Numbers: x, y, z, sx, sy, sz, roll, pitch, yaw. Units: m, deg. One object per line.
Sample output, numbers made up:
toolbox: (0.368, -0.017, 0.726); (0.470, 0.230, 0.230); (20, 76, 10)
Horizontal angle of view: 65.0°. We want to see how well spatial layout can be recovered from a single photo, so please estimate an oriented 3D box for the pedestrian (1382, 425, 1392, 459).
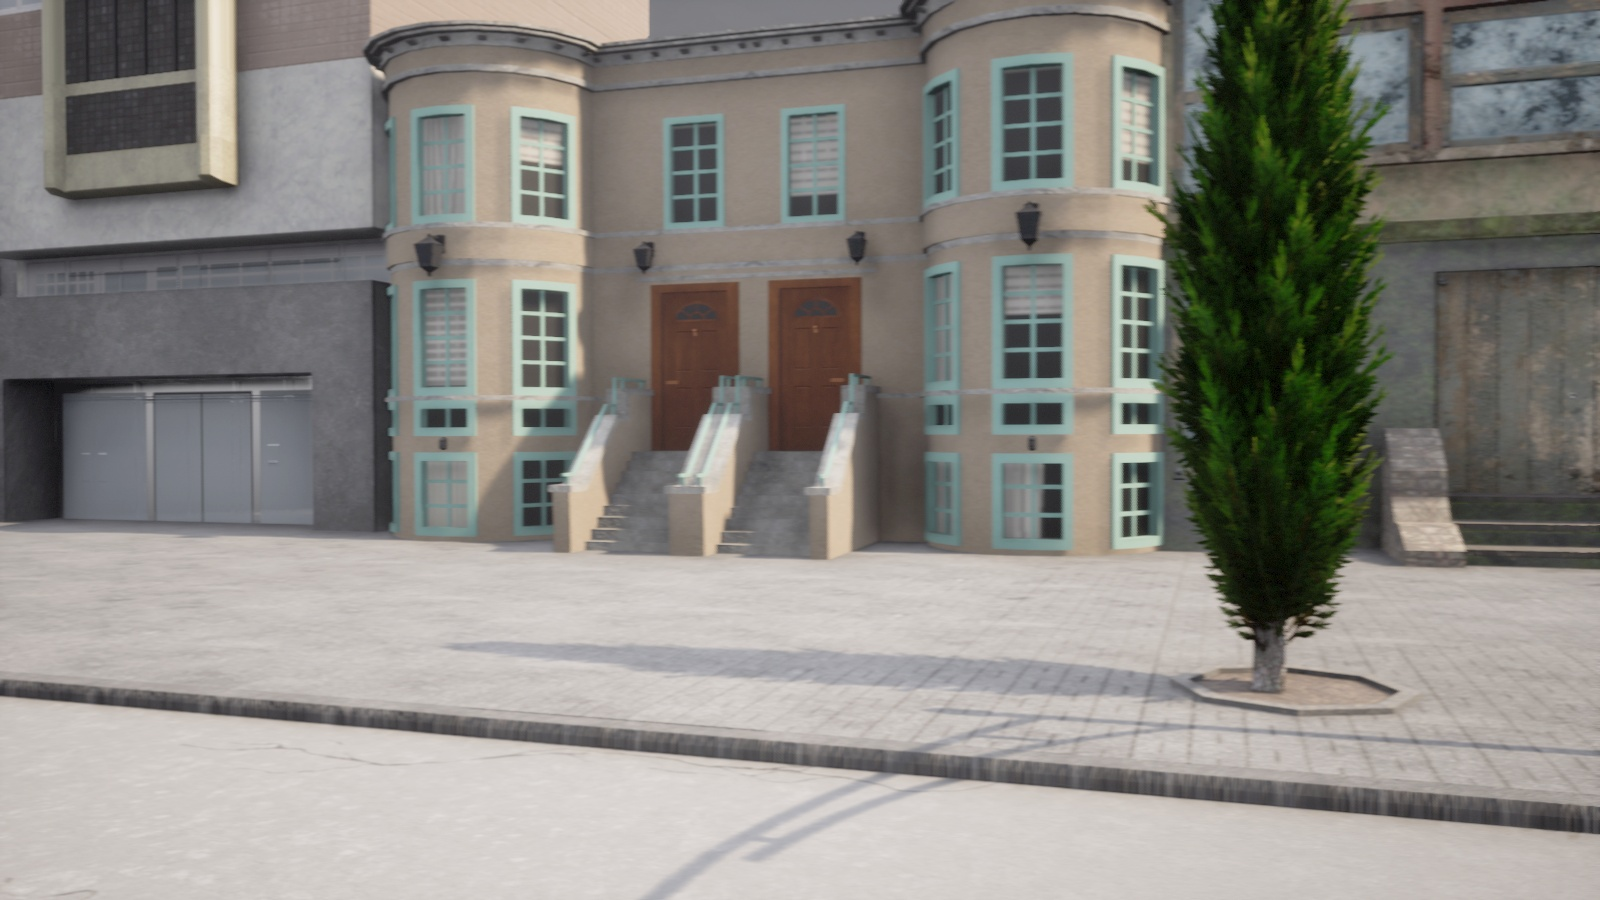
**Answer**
pedestrian: (33.422, -0.483, 71.518); (0.396, 1.930, 0.692); (0, 1, 17)
